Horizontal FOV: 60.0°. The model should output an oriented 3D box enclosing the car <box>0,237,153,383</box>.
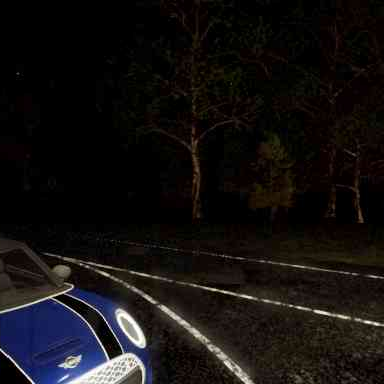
[{"bbox_3d":[-2.596,1.338,3.735,4.553,1.767,2.097,1,0,35],"label":"car"}]
